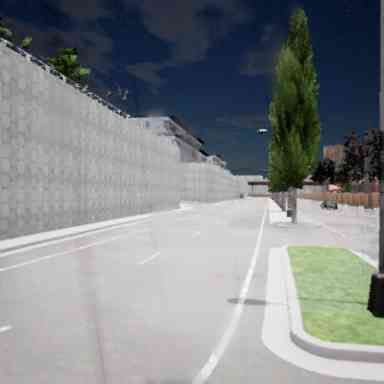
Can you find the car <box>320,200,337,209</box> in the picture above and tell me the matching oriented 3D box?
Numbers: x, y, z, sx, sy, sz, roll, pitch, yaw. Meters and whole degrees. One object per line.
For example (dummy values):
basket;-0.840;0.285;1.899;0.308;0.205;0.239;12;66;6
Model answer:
car;21.810;2.011;53.116;1.994;1.385;4.181;0;0;13
